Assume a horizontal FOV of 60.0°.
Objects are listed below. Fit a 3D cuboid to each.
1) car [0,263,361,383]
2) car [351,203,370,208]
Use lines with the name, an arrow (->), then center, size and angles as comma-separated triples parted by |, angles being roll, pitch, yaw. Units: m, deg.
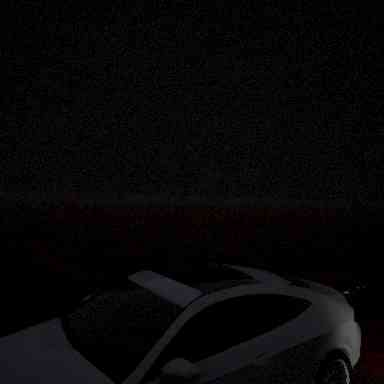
car -> -0.153, 1.533, 3.267 | 4.674, 1.442, 1.812 | 1, 0, -35
car -> 41.699, 3.384, 82.483 | 1.895, 1.301, 4.718 | 4, -2, -16
